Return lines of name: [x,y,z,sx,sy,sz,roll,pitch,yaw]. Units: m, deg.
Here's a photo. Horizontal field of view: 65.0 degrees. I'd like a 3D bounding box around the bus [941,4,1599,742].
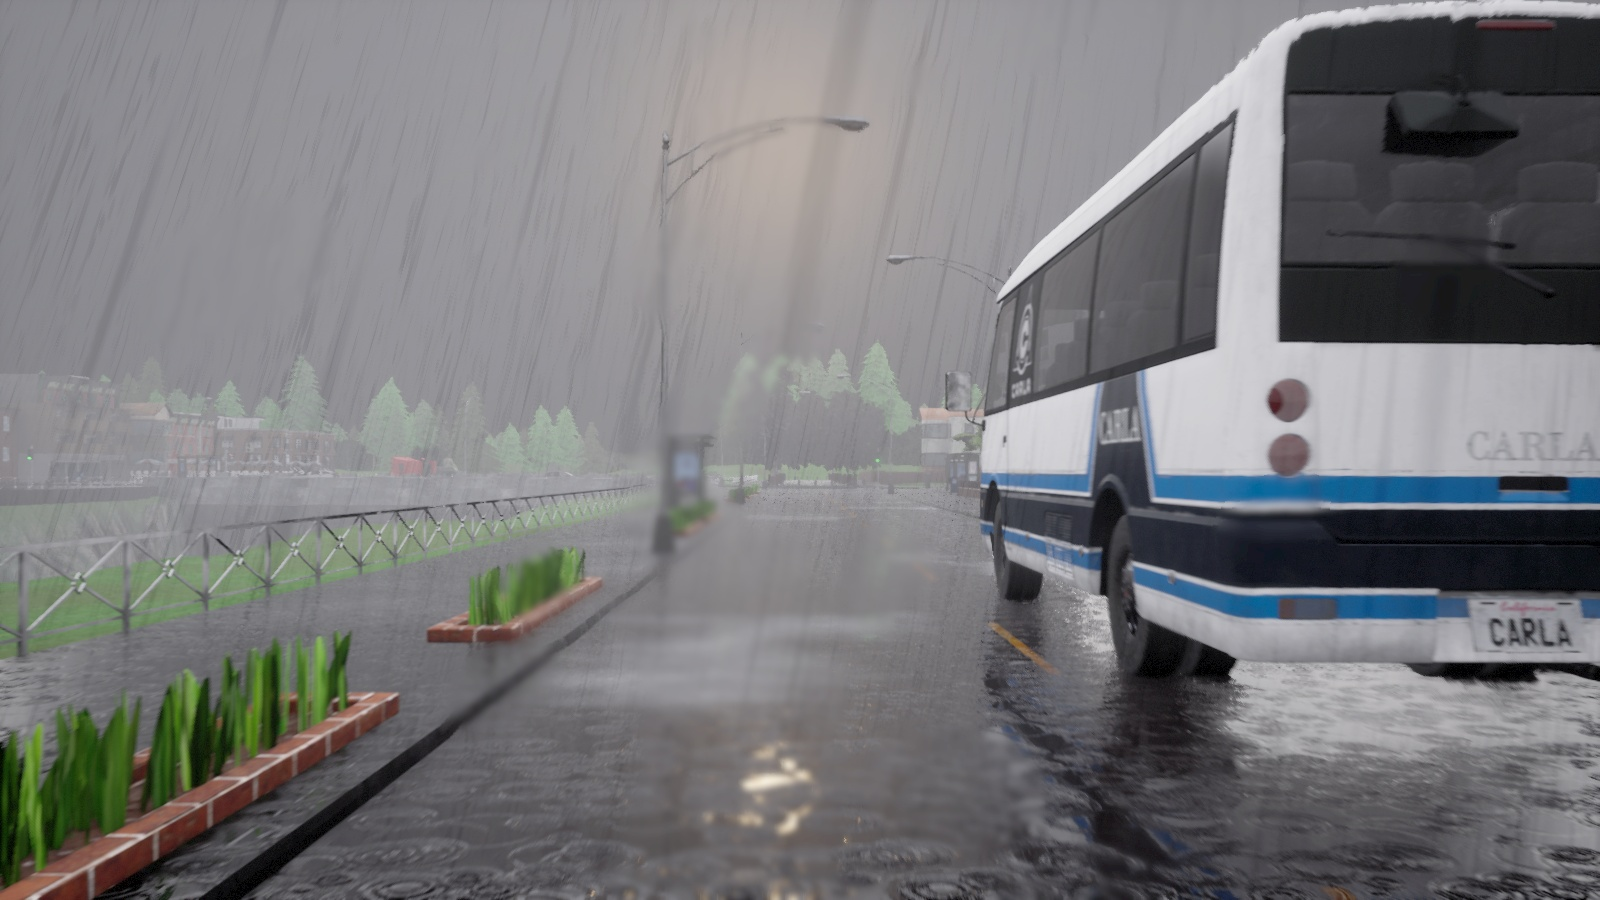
bus: [3.965,-0.370,12.385,3.944,4.253,10.273,0,-1,0]
